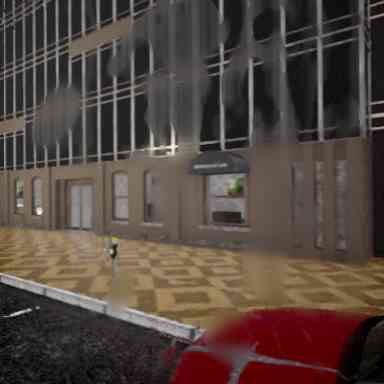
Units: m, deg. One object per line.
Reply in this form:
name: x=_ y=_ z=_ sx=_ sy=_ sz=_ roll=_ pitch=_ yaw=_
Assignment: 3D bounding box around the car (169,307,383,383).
car: x=2.079 y=1.308 z=1.399 sx=5.009 sy=1.841 sz=2.192 roll=0 pitch=-1 yaw=35
